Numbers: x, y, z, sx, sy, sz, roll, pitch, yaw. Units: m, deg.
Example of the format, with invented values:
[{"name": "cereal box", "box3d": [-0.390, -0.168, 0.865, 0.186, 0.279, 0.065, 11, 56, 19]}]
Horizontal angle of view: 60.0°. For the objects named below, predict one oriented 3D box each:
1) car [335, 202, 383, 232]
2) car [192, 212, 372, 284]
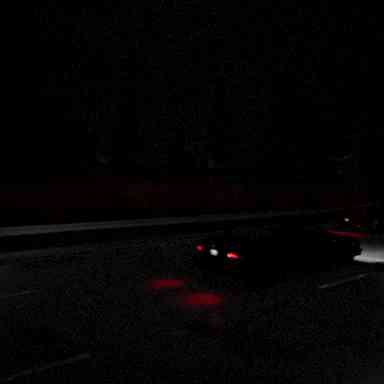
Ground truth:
[{"name": "car", "box3d": [10.180, 1.284, 18.934, 5.008, 1.535, 1.882, -1, 1, -35]}, {"name": "car", "box3d": [2.573, 1.458, 9.314, 5.357, 1.411, 2.033, -1, 1, -35]}]
